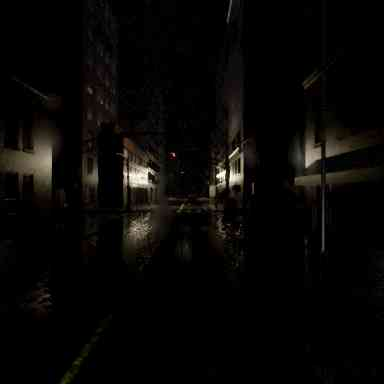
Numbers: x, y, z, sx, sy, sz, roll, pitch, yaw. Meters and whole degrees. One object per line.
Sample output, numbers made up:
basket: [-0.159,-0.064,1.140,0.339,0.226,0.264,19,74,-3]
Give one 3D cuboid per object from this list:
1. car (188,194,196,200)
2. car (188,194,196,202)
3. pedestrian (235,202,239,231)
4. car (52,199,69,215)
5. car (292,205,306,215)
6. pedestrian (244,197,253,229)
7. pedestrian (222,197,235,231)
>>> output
car: [0.021,1.289,85.583,1.837,1.490,4.892,0,0,0]
car: [0.020,1.444,75.580,1.812,1.442,4.674,0,0,0]
pedestrian: [2.418,1.133,19.145,0.375,1.860,0.375,0,0,0]
car: [-14.593,1.406,33.276,4.097,1.590,1.967,0,0,1]
car: [12.431,1.498,32.987,4.829,1.417,1.752,0,0,1]
pedestrian: [3.159,1.134,18.544,0.375,1.860,0.375,0,0,0]
pedestrian: [1.970,1.127,17.944,0.375,1.860,0.375,0,0,0]
